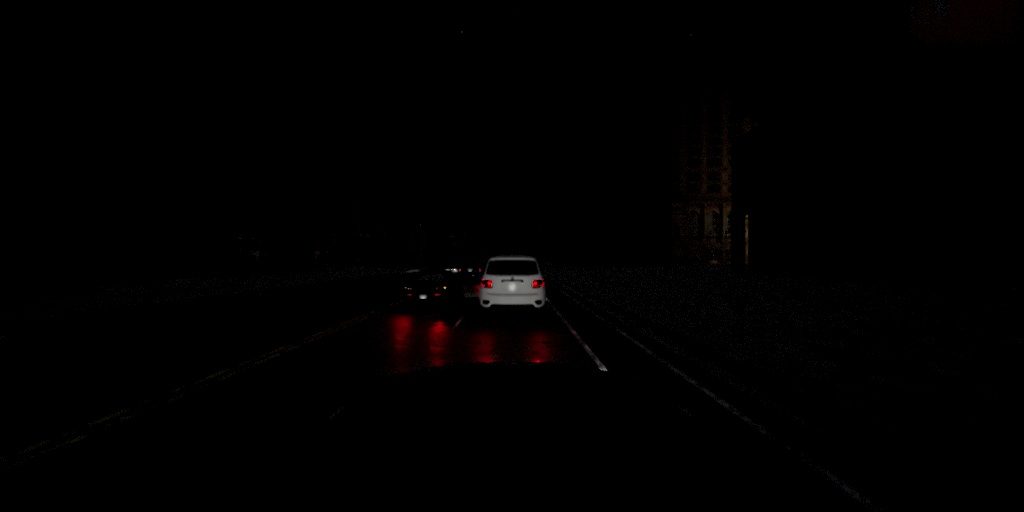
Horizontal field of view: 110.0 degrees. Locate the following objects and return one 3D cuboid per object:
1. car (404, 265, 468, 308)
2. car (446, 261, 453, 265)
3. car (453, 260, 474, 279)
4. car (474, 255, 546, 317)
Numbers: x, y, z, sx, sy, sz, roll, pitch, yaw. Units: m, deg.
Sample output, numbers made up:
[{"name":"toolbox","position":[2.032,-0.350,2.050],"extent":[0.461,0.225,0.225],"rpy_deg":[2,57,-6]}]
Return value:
[{"name":"car","position":[-3.195,1.295,15.262],"extent":[1.812,1.442,4.674],"rpy_deg":[0,0,0]},{"name":"car","position":[-9.756,1.478,59.586],"extent":[2.033,1.411,5.357],"rpy_deg":[0,0,1]},{"name":"car","position":[-3.196,1.161,29.486],"extent":[2.097,1.767,4.553],"rpy_deg":[0,0,0]},{"name":"car","position":[0.036,0.989,13.412],"extent":[2.150,2.045,5.566],"rpy_deg":[0,0,1]}]
